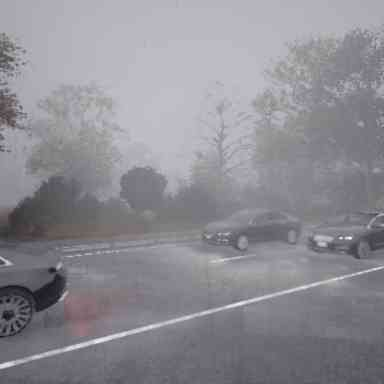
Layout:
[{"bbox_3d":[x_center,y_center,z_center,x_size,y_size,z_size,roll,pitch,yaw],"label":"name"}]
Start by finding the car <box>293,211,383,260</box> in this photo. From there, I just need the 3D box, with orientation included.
[{"bbox_3d":[6.395,1.493,12.521,4.902,1.511,2.128,0,0,-34],"label":"car"}]

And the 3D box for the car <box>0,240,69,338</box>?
[{"bbox_3d":[-4.463,1.486,5.029,4.902,1.511,2.128,0,0,-35],"label":"car"}]

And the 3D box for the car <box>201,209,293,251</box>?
[{"bbox_3d":[2.637,1.503,14.195,4.892,1.490,1.837,0,0,-34],"label":"car"}]
